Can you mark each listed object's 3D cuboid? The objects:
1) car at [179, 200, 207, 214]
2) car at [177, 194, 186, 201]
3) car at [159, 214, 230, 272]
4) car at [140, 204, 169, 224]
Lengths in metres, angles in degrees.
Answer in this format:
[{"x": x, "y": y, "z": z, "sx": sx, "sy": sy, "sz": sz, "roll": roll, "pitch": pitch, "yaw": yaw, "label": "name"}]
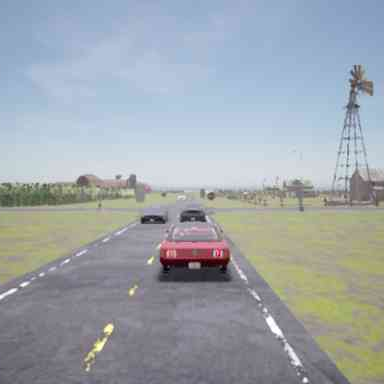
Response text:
[{"x": 0.074, "y": 1.576, "z": 24.712, "sx": 1.837, "sy": 1.490, "sz": 4.892, "roll": 0, "pitch": 0, "yaw": 0, "label": "car"}, {"x": -2.753, "y": 1.420, "z": 87.724, "sx": 2.150, "sy": 2.045, "sz": 5.566, "roll": 0, "pitch": 0, "yaw": 0, "label": "car"}, {"x": 0.081, "y": 1.634, "z": 10.862, "sx": 1.895, "sy": 1.301, "sz": 4.718, "roll": 0, "pitch": 0, "yaw": 0, "label": "car"}, {"x": -2.815, "y": 1.623, "z": 26.093, "sx": 2.033, "sy": 1.411, "sz": 5.357, "roll": 0, "pitch": 0, "yaw": 0, "label": "car"}]
